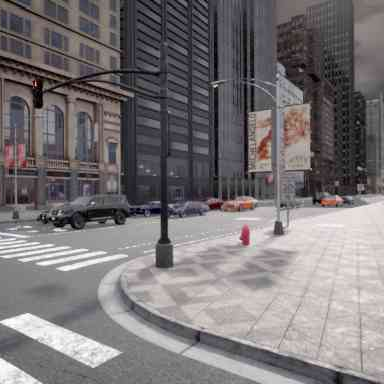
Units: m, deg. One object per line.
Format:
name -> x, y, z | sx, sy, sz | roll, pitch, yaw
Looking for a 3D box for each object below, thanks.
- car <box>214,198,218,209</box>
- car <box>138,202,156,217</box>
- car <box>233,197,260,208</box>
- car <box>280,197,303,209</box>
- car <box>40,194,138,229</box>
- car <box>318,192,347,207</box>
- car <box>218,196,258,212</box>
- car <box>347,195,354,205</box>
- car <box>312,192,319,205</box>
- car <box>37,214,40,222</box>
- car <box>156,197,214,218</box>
car -> 1.983, 1.418, 39.007 | 1.882, 1.535, 5.008 | -1, 0, 36
car -> -3.738, 1.565, 30.991 | 1.895, 1.301, 4.718 | -1, 0, 35
car -> 7.760, 1.445, 47.050 | 1.812, 1.442, 4.674 | -1, 0, 36
car -> 12.660, 1.376, 42.458 | 1.837, 1.490, 4.892 | -1, 0, 35
car -> -6.461, 1.186, 21.572 | 2.150, 2.045, 5.566 | -1, 0, 35
car -> 19.974, 1.188, 47.129 | 2.097, 1.767, 4.553 | -1, 0, 36
car -> 5.412, 1.265, 38.188 | 2.097, 1.767, 4.553 | -1, 0, 36
car -> 25.364, 1.331, 54.690 | 1.837, 1.490, 4.892 | -1, 0, 36
car -> 21.719, 1.074, 55.198 | 2.150, 2.045, 5.566 | -1, 0, 37
car -> -8.816, 1.550, 23.862 | 1.994, 1.385, 4.181 | -1, 0, 36
car -> -0.510, 1.485, 29.919 | 2.033, 1.411, 5.357 | -1, 0, 35
